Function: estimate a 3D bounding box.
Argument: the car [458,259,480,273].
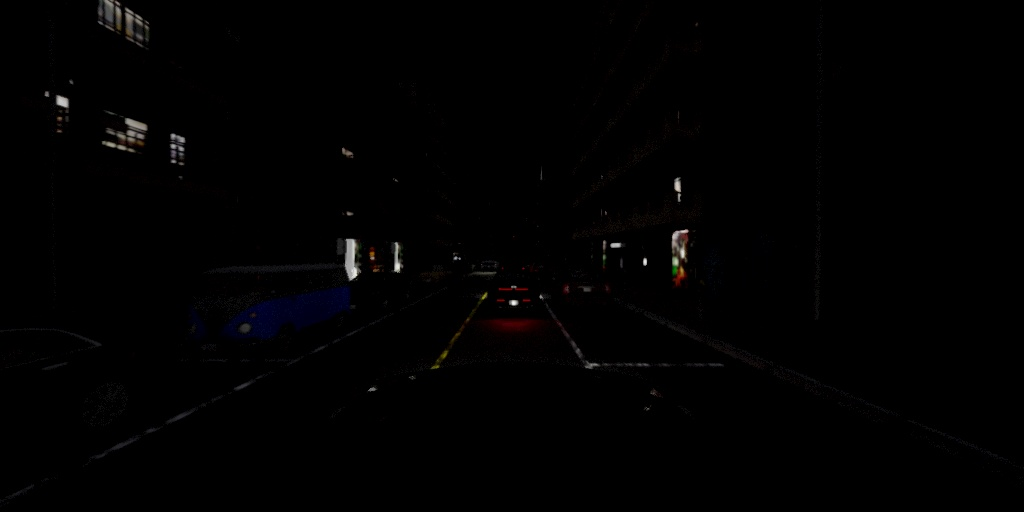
[{"bbox_3d":[-5.300,1.258,42.307,2.007,1.370,4.403,0,0,0],"label":"car"}]

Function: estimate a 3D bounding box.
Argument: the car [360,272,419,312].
[{"bbox_3d":[-5.311,1.303,14.050,1.948,1.339,4.313,0,0,0],"label":"car"}]

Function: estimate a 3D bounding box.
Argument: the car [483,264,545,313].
[{"bbox_3d":[0.076,1.243,14.011,1.837,1.490,4.892,0,0,0],"label":"car"}]

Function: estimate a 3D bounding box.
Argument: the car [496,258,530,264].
[{"bbox_3d":[0.080,1.073,28.876,2.097,1.767,4.553,0,0,0],"label":"car"}]

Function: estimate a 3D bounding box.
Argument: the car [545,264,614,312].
[{"bbox_3d":[2.570,1.177,14.100,1.967,1.591,4.097,0,0,0],"label":"car"}]

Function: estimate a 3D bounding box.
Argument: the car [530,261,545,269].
[{"bbox_3d":[2.576,1.302,31.093,1.802,1.307,4.207,0,0,0],"label":"car"}]

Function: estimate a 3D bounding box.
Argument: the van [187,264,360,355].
[{"bbox_3d":[-5.313,1.084,8.399,1.690,1.789,3.998,0,0,0],"label":"van"}]

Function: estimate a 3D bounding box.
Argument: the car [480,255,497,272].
[{"bbox_3d":[-2.822,0.924,46.216,2.150,2.045,5.566,0,0,0],"label":"car"}]

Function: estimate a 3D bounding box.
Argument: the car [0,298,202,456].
[{"bbox_3d":[-5.315,1.300,2.747,2.007,1.370,4.403,0,0,0],"label":"car"}]

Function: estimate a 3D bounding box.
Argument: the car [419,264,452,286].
[{"bbox_3d":[-5.307,1.252,25.183,1.751,1.417,4.829,0,0,0],"label":"car"}]
